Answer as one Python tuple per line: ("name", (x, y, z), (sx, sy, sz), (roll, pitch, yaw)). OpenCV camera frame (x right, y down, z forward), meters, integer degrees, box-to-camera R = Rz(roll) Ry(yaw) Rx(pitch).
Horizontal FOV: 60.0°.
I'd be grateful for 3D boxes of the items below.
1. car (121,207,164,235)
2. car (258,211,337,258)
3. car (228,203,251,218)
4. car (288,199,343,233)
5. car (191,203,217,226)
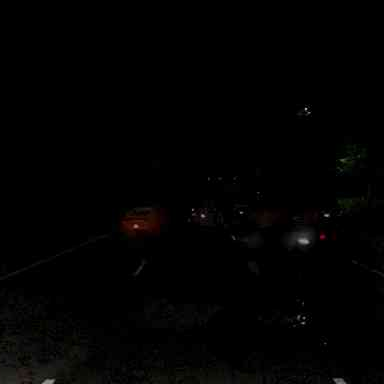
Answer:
("car", (-2.839, 1.660, 19.987), (1.882, 1.535, 5.008), (0, 0, 2))
("car", (3.911, 1.691, 13.388), (1.994, 1.385, 4.181), (0, -1, 2))
("car", (4.804, 1.843, 34.037), (1.812, 1.442, 4.674), (0, -1, 3))
("car", (7.726, 1.427, 21.416), (2.150, 2.045, 5.566), (0, 0, 3))
("car", (0.935, 1.804, 26.044), (1.994, 1.385, 4.181), (0, -1, 3))
